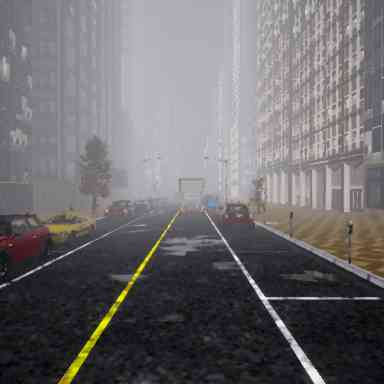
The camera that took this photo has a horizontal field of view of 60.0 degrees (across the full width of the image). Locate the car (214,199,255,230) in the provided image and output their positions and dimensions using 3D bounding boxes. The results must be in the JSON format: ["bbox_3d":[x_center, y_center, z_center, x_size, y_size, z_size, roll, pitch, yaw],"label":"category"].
[{"bbox_3d":[2.682,1.436,20.977,1.967,1.590,4.097,-1,0,0],"label":"car"}]

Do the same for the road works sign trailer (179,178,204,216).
[{"bbox_3d":[-0.001,0.447,32.086,2.380,3.560,2.880,-1,0,0],"label":"road works sign trailer"}]

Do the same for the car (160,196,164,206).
[{"bbox_3d":[-5.697,1.536,49.395,1.887,1.381,4.507,-1,0,0],"label":"car"}]

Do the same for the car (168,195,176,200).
[{"bbox_3d":[-5.697,1.565,94.863,1.802,1.307,4.206,-1,0,0],"label":"car"}]

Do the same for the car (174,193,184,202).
[{"bbox_3d":[-3.000,1.163,76.695,2.150,2.045,5.566,0,0,0],"label":"car"}]

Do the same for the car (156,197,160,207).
[{"bbox_3d":[-5.697,1.558,43.711,1.947,1.339,4.313,-1,0,0],"label":"car"}]

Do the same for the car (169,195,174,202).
[{"bbox_3d":[-5.698,1.539,72.129,2.008,1.369,4.403,-1,0,0],"label":"car"}]

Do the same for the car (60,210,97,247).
[{"bbox_3d":[-5.698,1.522,15.123,1.752,1.417,4.829,-1,0,0],"label":"car"}]

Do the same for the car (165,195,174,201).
[{"bbox_3d":[-5.697,1.536,83.496,2.008,1.369,4.403,-1,0,0],"label":"car"}]

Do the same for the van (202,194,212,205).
[{"bbox_3d":[2.681,1.331,60.762,1.690,1.788,3.998,-1,0,0],"label":"van"}]

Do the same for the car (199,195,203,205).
[{"bbox_3d":[2.681,1.306,55.078,2.192,1.841,5.009,-1,0,0],"label":"car"}]

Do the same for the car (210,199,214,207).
[{"bbox_3d":[2.683,1.520,26.830,1.752,1.417,4.829,-1,0,0],"label":"car"}]

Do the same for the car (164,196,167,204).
[{"bbox_3d":[-5.698,1.541,55.078,2.008,1.369,4.403,-1,0,0],"label":"car"}]

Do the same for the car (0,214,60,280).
[{"bbox_3d":[-5.699,1.438,9.609,1.967,1.590,4.097,-1,0,0],"label":"car"}]

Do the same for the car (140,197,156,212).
[{"bbox_3d":[-5.698,1.544,38.027,2.008,1.369,4.403,-1,0,0],"label":"car"}]

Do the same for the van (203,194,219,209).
[{"bbox_3d":[2.681,1.334,43.711,1.690,1.788,3.998,-1,0,0],"label":"van"}]

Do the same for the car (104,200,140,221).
[{"bbox_3d":[-5.699,1.435,26.660,1.967,1.590,4.097,-1,0,0],"label":"car"}]

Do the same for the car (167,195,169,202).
[{"bbox_3d":[-5.697,1.572,60.762,1.802,1.307,4.206,-1,0,0],"label":"car"}]

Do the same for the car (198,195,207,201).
[{"bbox_3d":[2.683,1.536,83.496,2.008,1.369,4.403,-1,0,0],"label":"car"}]
